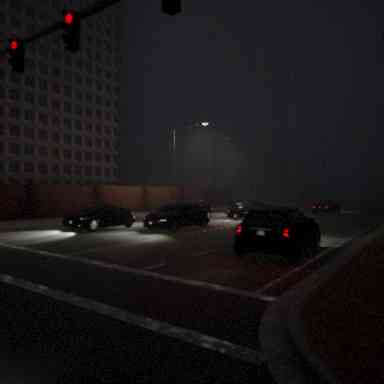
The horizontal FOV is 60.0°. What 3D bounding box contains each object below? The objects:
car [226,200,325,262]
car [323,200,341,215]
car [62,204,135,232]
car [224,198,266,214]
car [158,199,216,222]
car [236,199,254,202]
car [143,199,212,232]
[{"bbox_3d":[3.312,1.331,12.419,2.097,1.767,4.553,1,1,32],"label":"car"},{"bbox_3d":[13.429,1.478,33.180,2.033,1.411,5.357,1,0,36],"label":"car"},{"bbox_3d":[-5.291,1.415,19.259,1.994,1.385,4.181,1,1,35],"label":"car"},{"bbox_3d":[5.562,1.396,34.450,2.033,1.411,5.357,1,0,36],"label":"car"},{"bbox_3d":[-0.268,1.341,26.314,2.128,1.511,4.902,1,0,35],"label":"car"},{"bbox_3d":[4.861,1.437,27.480,2.033,1.411,5.357,1,0,36],"label":"car"},{"bbox_3d":[-0.790,1.396,19.548,1.837,1.490,4.892,1,0,35],"label":"car"}]
